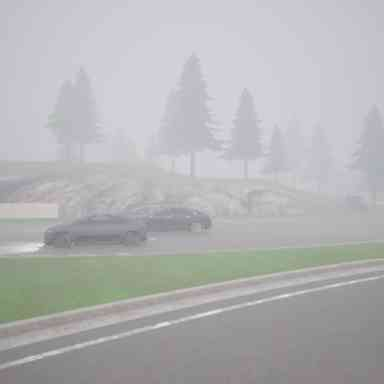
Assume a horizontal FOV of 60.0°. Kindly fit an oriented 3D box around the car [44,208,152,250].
[{"bbox_3d":[-3.926,1.568,14.020,4.181,1.385,1.994,0,0,-10],"label":"car"}]

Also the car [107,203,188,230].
[{"bbox_3d":[-2.845,1.500,21.227,4.902,1.511,2.128,0,0,-12],"label":"car"}]

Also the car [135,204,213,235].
[{"bbox_3d":[-1.322,1.513,17.991,4.892,1.490,1.837,0,1,-13],"label":"car"}]
